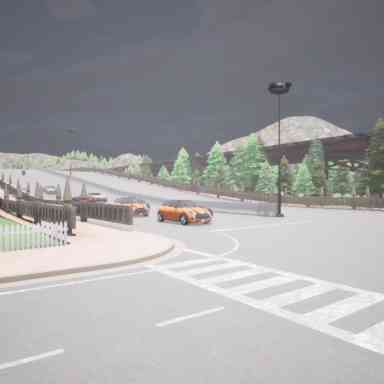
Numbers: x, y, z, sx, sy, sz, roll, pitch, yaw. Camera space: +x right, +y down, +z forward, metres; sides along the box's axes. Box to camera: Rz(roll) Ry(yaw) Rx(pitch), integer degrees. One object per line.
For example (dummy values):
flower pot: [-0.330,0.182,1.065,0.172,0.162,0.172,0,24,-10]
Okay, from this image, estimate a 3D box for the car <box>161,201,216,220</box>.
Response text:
car: [-0.429,1.538,29.618,2.033,1.411,5.357,0,0,-37]

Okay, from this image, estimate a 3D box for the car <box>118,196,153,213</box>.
car: [-6.445,1.329,37.540,1.837,1.490,4.892,0,2,-37]

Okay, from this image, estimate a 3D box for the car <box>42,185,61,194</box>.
car: [-22.440,-0.370,53.101,1.895,1.301,4.718,0,7,-37]

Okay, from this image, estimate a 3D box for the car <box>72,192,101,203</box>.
car: [-13.320,1.076,40.830,1.895,1.301,4.718,0,4,-37]

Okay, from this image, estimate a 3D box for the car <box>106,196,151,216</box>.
car: [-5.815,1.322,30.920,2.097,1.767,4.553,0,1,-37]

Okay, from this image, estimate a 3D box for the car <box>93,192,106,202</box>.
car: [-13.515,0.692,46.927,1.895,1.301,4.718,0,5,-37]

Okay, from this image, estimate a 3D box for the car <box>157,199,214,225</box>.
car: [-0.606,1.351,24.069,2.097,1.767,4.553,0,0,-37]
